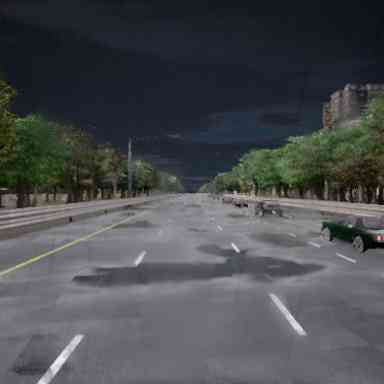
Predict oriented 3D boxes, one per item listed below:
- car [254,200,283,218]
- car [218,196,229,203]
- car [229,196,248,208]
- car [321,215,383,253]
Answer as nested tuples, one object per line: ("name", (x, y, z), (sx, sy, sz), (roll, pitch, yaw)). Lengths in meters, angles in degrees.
("car", (7.001, 1.515, 30.705), (1.837, 1.490, 4.892), (0, 0, 0))
("car", (7.107, 1.548, 68.080), (2.128, 1.511, 4.902), (0, 0, 0))
("car", (7.035, 1.631, 49.140), (1.895, 1.301, 4.718), (0, 0, 0))
("car", (6.998, 1.601, 13.550), (1.895, 1.301, 4.718), (0, 0, 0))
